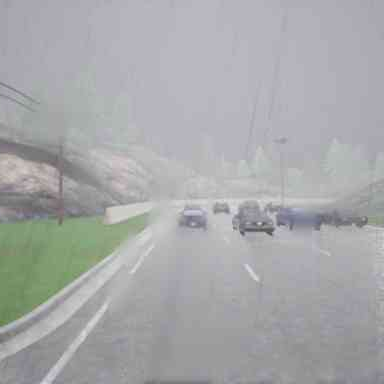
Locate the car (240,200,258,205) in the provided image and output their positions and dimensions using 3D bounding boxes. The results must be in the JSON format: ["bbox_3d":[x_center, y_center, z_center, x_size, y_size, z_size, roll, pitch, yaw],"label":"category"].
[{"bbox_3d":[7.064,1.793,41.235,2.097,1.767,4.553,0,-1,0],"label":"car"}]

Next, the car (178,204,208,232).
[{"bbox_3d":[0.067,1.762,22.003,1.812,1.442,4.674,0,-1,0],"label":"car"}]

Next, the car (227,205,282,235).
[{"bbox_3d":[3.582,1.764,20.203,2.033,1.411,5.357,0,-1,0],"label":"car"}]

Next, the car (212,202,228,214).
[{"bbox_3d":[3.564,1.936,41.471,2.128,1.511,4.902,0,-1,0],"label":"car"}]

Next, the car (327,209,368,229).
[{"bbox_3d":[10.579,1.858,23.994,1.895,1.301,4.718,0,-1,0],"label":"car"}]

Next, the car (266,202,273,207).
[{"bbox_3d":[10.550,1.981,42.613,1.812,1.442,4.674,0,-1,0],"label":"car"}]

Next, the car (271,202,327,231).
[{"bbox_3d":[7.080,1.720,22.617,1.882,1.535,5.008,0,-1,0],"label":"car"}]
